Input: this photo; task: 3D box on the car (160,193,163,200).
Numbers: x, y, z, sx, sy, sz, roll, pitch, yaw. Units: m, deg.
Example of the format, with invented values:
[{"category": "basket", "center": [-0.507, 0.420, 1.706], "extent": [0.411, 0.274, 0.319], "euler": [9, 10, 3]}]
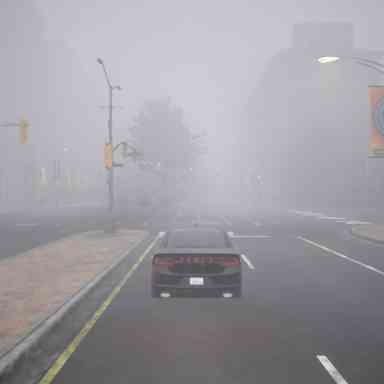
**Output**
[{"category": "car", "center": [-7.717, 1.225, 76.572], "extent": [2.150, 2.045, 5.566], "euler": [0, 0, 0]}]

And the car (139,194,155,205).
[{"category": "car", "center": [-7.873, 1.505, 56.562], "extent": [1.837, 1.490, 4.892], "euler": [0, 0, 1]}]

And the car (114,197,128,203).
[{"category": "car", "center": [-14.499, 1.595, 67.931], "extent": [1.895, 1.301, 4.718], "euler": [0, 0, 0]}]

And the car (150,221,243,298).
[{"category": "car", "center": [0.109, 1.478, 8.555], "extent": [1.882, 1.535, 5.008], "euler": [0, 0, 1]}]

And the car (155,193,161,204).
[{"category": "car", "center": [-7.791, 1.526, 65.821], "extent": [1.812, 1.442, 4.674], "euler": [0, 0, 1]}]
